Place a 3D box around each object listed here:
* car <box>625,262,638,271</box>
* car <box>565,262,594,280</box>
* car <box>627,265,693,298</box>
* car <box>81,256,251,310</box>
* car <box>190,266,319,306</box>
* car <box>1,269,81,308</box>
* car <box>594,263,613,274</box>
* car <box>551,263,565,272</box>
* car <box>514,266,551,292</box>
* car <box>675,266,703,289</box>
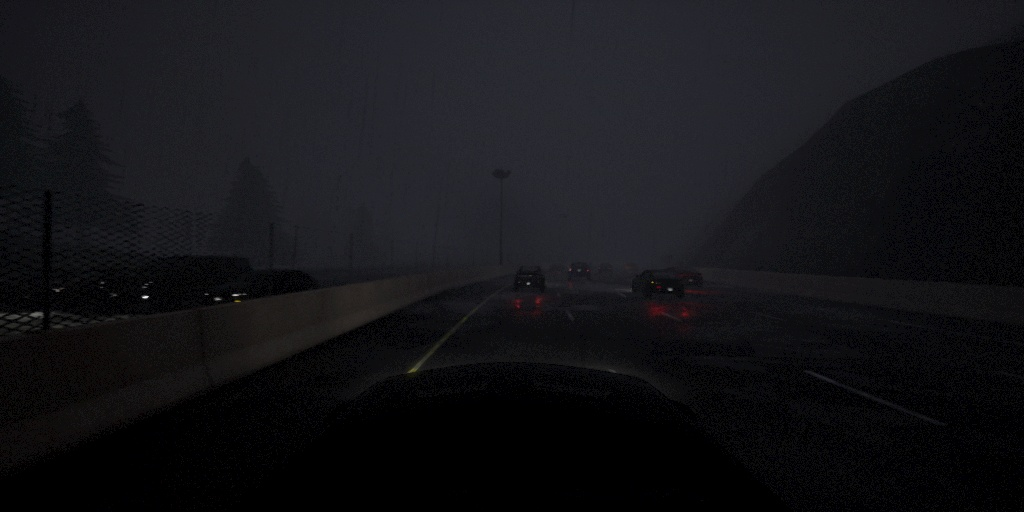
[{"bbox_3d":[19.355,1.707,58.053,1.882,1.535,5.008,0,0,18],"label":"car"},{"bbox_3d":[6.435,1.343,34.465,2.097,1.767,4.553,1,0,10],"label":"car"},{"bbox_3d":[7.891,1.442,19.626,1.812,1.442,4.674,0,0,6],"label":"car"},{"bbox_3d":[-13.599,0.999,15.135,2.150,2.045,5.566,0,0,4],"label":"car"},{"bbox_3d":[-10.107,1.297,14.937,1.837,1.490,4.892,0,0,4],"label":"car"},{"bbox_3d":[-17.110,1.224,15.086,1.812,1.442,4.674,0,-1,4],"label":"car"},{"bbox_3d":[12.832,1.675,49.203,2.033,1.411,5.357,0,0,17],"label":"car"},{"bbox_3d":[6.883,1.708,53.560,1.895,1.301,4.718,0,0,16],"label":"car"},{"bbox_3d":[1.220,1.375,22.853,2.128,1.511,4.902,0,0,7],"label":"car"},{"bbox_3d":[12.144,1.464,26.096,1.882,1.535,5.008,0,0,8],"label":"car"}]
